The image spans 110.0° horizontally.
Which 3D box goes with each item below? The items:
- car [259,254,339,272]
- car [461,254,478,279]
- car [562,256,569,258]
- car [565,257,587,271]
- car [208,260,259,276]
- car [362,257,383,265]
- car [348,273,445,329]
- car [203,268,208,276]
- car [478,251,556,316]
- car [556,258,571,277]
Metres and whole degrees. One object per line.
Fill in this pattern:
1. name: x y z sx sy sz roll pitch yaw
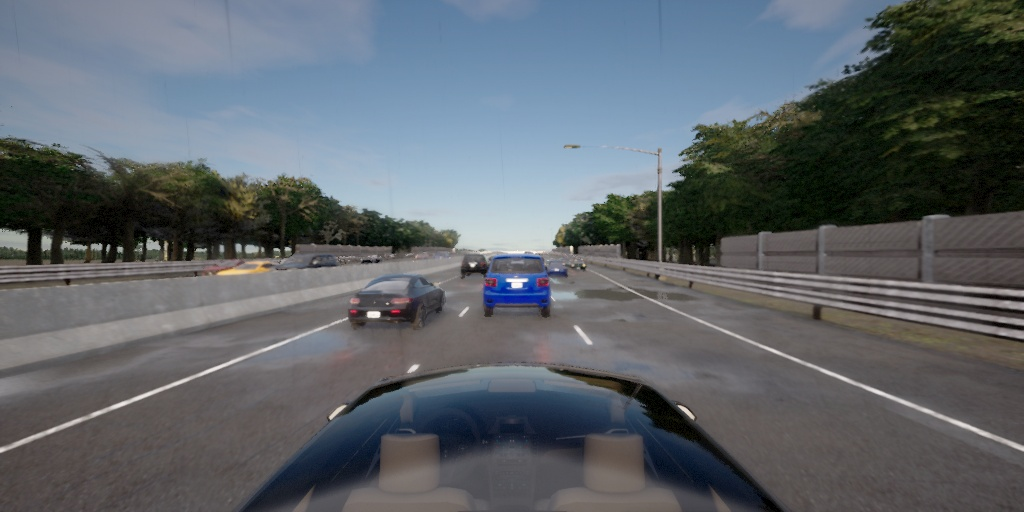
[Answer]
1. car: -13.859 0.884 24.223 2.150 2.045 5.566 0 0 1
2. car: -3.020 0.822 30.885 2.150 2.045 5.566 0 1 1
3. car: 7.838 0.802 51.990 2.128 1.511 4.902 0 1 1
4. car: 7.506 1.067 42.031 1.895 1.301 4.718 0 1 3
5. car: -17.355 1.141 24.314 1.882 1.535 5.008 0 0 1
6. car: -23.509 0.777 60.408 1.895 1.301 4.718 0 1 2
7. car: -3.342 1.253 11.026 1.812 1.442 4.674 0 0 0
8. car: -23.513 1.094 30.371 1.882 1.535 5.008 0 1 -2
9. car: 0.177 0.940 13.263 2.150 2.045 5.566 0 0 1
10. car: 3.926 1.143 32.973 1.994 1.385 4.181 0 1 1
